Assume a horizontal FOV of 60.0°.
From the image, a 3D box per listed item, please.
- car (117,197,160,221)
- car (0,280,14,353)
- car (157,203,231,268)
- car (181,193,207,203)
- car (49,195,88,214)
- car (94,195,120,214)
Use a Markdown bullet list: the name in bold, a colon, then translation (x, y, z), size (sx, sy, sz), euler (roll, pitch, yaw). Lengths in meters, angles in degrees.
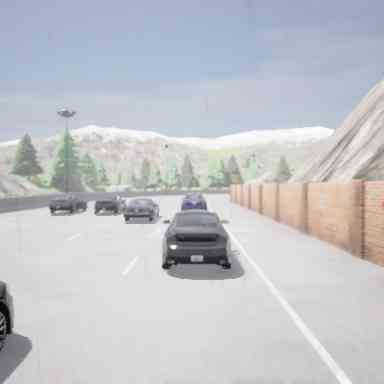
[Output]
- **car**: translation (-3.341, 1.134, 22.642), size (2.033, 1.411, 5.357), euler (0, 1, 0)
- **car**: translation (-3.393, 1.440, 2.694), size (2.128, 1.511, 4.902), euler (0, 1, 0)
- **car**: translation (0.127, 1.313, 10.460), size (1.837, 1.490, 4.892), euler (0, 1, 0)
- **car**: translation (0.172, 0.846, 27.810), size (2.097, 1.767, 4.553), euler (0, 1, 0)
- **car**: translation (-10.327, 0.979, 28.099), size (2.128, 1.511, 4.902), euler (0, 1, 0)
- **car**: translation (-6.826, 0.992, 28.145), size (1.837, 1.490, 4.892), euler (0, 1, 0)
